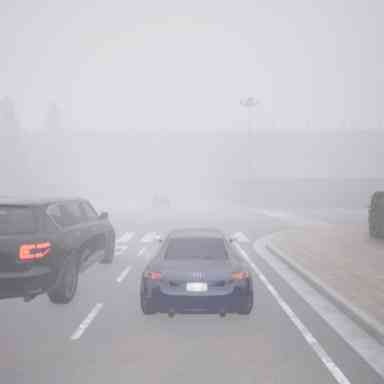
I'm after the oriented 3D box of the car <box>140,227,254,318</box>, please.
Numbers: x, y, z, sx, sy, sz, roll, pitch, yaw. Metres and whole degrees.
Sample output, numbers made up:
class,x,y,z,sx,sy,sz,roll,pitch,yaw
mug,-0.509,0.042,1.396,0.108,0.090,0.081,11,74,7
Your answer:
class,x,y,z,sx,sy,sz,roll,pitch,yaw
car,0.082,1.452,7.309,1.994,1.385,4.181,0,1,0

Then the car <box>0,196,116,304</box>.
class,x,y,z,sx,sy,sz,roll,pitch,yaw
car,-3.408,1.099,7.965,2.150,2.045,5.566,0,1,0

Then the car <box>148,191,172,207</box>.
class,x,y,z,sx,sy,sz,roll,pitch,yaw
car,-3.404,0.774,38.138,2.097,1.767,4.553,0,1,0

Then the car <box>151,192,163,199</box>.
class,x,y,z,sx,sy,sz,roll,pitch,yaw
car,-7.008,0.600,66.280,1.895,1.301,4.718,0,1,0

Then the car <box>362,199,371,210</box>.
class,x,y,z,sx,sy,sz,roll,pitch,yaw
car,18.765,0.946,31.453,5.008,1.535,1.882,0,1,0

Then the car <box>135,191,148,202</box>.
class,x,y,z,sx,sy,sz,roll,pitch,yaw
car,-7.082,0.605,49.495,2.097,1.767,4.553,0,1,0
